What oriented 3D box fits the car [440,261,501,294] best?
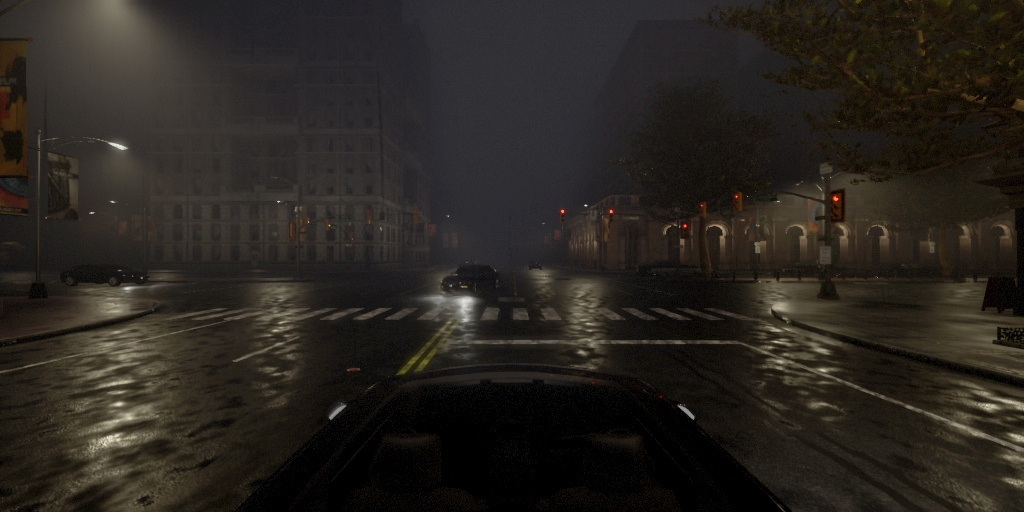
[{"bbox_3d":[-2.219,1.255,20.370,1.837,1.490,4.892,-1,0,21],"label":"car"}]

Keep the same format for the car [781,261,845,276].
[{"bbox_3d":[29.682,1.241,35.899,4.902,1.511,2.128,0,0,0],"label":"car"}]

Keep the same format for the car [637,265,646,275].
[{"bbox_3d":[15.152,1.242,36.198,4.902,1.511,2.128,0,0,4],"label":"car"}]

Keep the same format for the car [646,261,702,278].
[{"bbox_3d":[15.091,1.351,32.419,4.718,1.301,1.895,0,0,-1],"label":"car"}]

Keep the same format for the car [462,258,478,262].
[{"bbox_3d":[-7.152,1.314,58.088,1.994,1.385,4.181,0,0,0],"label":"car"}]

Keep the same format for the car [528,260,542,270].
[{"bbox_3d":[3.401,1.297,52.849,2.033,1.411,5.357,0,0,2],"label":"car"}]

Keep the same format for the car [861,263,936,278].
[{"bbox_3d":[34.996,1.297,32.377,5.357,1.411,2.033,0,0,0],"label":"car"}]

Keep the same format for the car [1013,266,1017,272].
[{"bbox_3d":[53.241,1.242,35.736,4.902,1.511,2.128,0,0,1],"label":"car"}]

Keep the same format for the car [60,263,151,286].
[{"bbox_3d":[-27.649,1.255,24.442,4.892,1.490,1.837,0,0,0],"label":"car"}]
